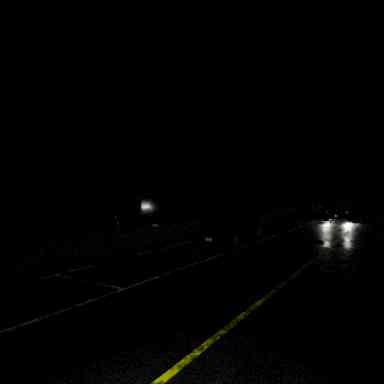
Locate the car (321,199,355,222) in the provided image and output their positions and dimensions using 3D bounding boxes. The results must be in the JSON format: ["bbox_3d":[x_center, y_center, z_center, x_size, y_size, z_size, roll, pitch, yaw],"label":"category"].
[{"bbox_3d":[12.036,1.526,26.940,1.812,1.442,4.674,0,0,32],"label":"car"}]

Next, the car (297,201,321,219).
[{"bbox_3d":[10.575,1.582,29.464,1.802,1.307,4.206,0,0,32],"label":"car"}]

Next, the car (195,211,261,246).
[{"bbox_3d":[1.827,1.566,15.385,1.947,1.339,4.313,0,0,32],"label":"car"}]

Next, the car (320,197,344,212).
[{"bbox_3d":[16.407,1.441,38.849,1.967,1.590,4.097,0,0,32],"label":"car"}]
